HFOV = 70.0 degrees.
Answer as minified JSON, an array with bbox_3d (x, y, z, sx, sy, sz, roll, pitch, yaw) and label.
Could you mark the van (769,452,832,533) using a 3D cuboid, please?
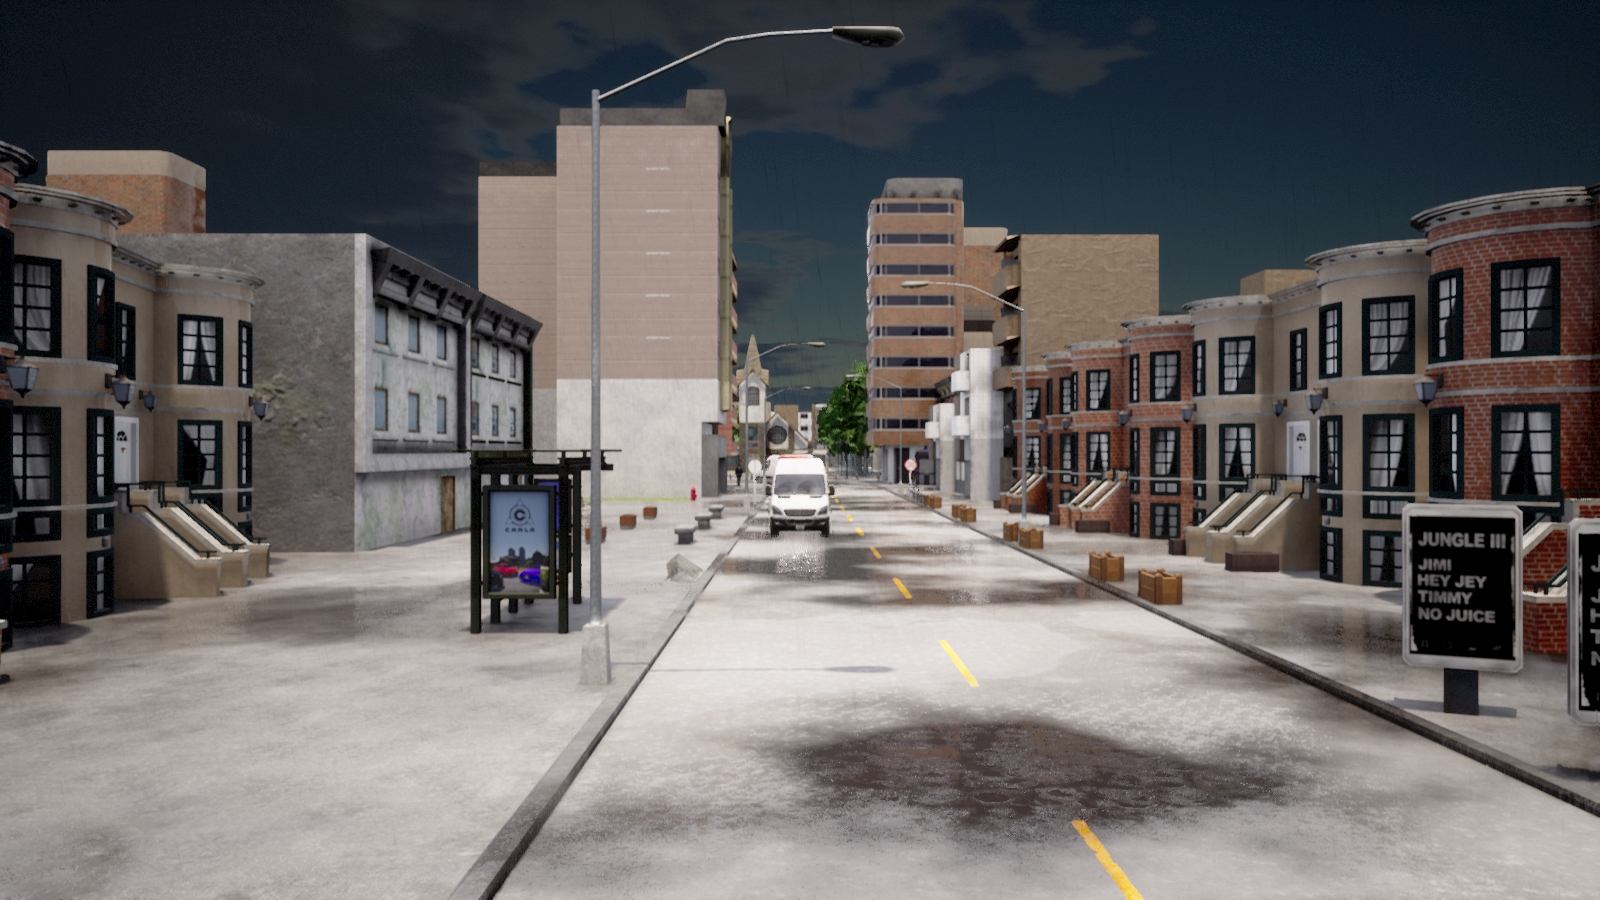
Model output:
[{"bbox_3d":[0.008,1.364,39.337,1.988,2.561,5.915,0,0,0],"label":"van"}]
